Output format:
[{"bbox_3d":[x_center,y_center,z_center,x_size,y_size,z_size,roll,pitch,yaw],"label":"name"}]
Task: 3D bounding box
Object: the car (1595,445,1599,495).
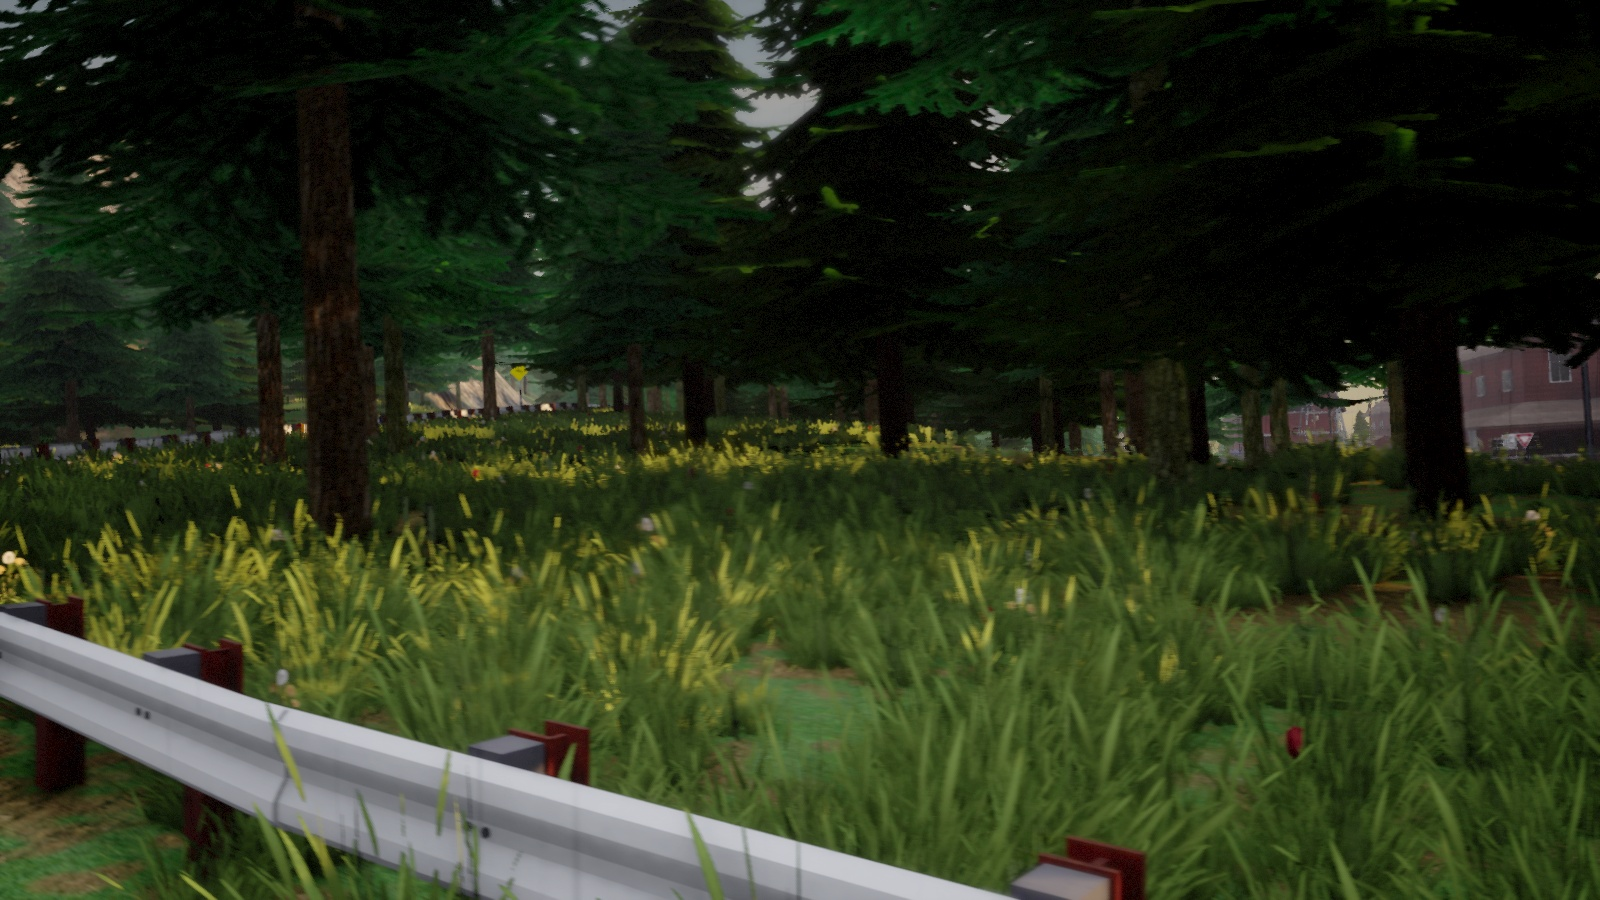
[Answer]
[{"bbox_3d":[22.937,0.457,33.013,1.994,1.385,4.181,-4,-2,11],"label":"car"}]
